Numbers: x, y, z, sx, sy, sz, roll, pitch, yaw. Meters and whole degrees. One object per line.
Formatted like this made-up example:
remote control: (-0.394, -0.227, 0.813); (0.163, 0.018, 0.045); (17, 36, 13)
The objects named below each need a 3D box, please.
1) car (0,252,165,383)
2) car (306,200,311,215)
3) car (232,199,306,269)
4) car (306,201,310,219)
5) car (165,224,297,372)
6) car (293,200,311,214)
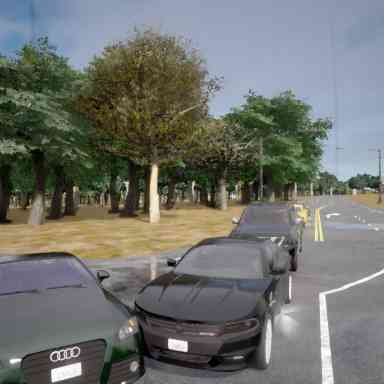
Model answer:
car: (-2.303, 1.643, 4.944); (1.994, 1.385, 4.181); (1, -2, -33)
car: (9.311, 1.723, 29.538); (1.812, 1.442, 4.674); (-1, 0, 21)
car: (2.867, 1.459, 12.380); (2.150, 2.045, 5.566); (-2, 0, 21)
car: (7.249, 1.663, 24.035); (1.882, 1.535, 5.008); (-1, 0, 21)
car: (0.743, 1.613, 6.240); (1.882, 1.535, 5.008); (-1, -2, 21)
car: (13.340, 1.746, 40.121); (1.812, 1.442, 4.674); (-1, 0, 21)
